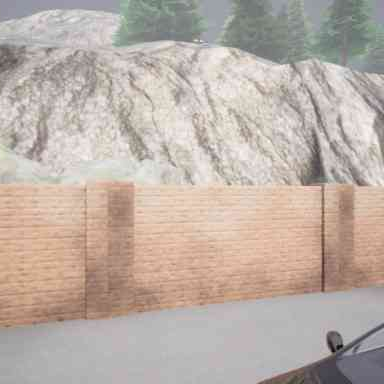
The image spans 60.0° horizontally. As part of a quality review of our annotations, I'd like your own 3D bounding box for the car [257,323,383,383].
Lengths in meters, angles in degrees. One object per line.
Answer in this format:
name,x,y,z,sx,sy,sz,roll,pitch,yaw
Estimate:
car,2.100,1.492,1.946,4.902,1.511,2.128,0,0,-19
